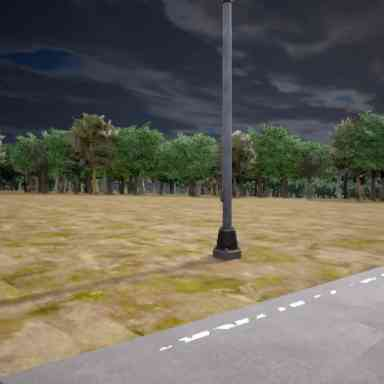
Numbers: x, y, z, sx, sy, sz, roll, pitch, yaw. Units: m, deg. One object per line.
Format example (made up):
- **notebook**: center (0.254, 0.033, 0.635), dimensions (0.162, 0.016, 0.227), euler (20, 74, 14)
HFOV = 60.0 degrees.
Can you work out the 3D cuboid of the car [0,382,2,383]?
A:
- **car**: center (-3.492, 1.547, 0.904), dimensions (5.357, 1.411, 2.033), euler (0, 0, -35)
